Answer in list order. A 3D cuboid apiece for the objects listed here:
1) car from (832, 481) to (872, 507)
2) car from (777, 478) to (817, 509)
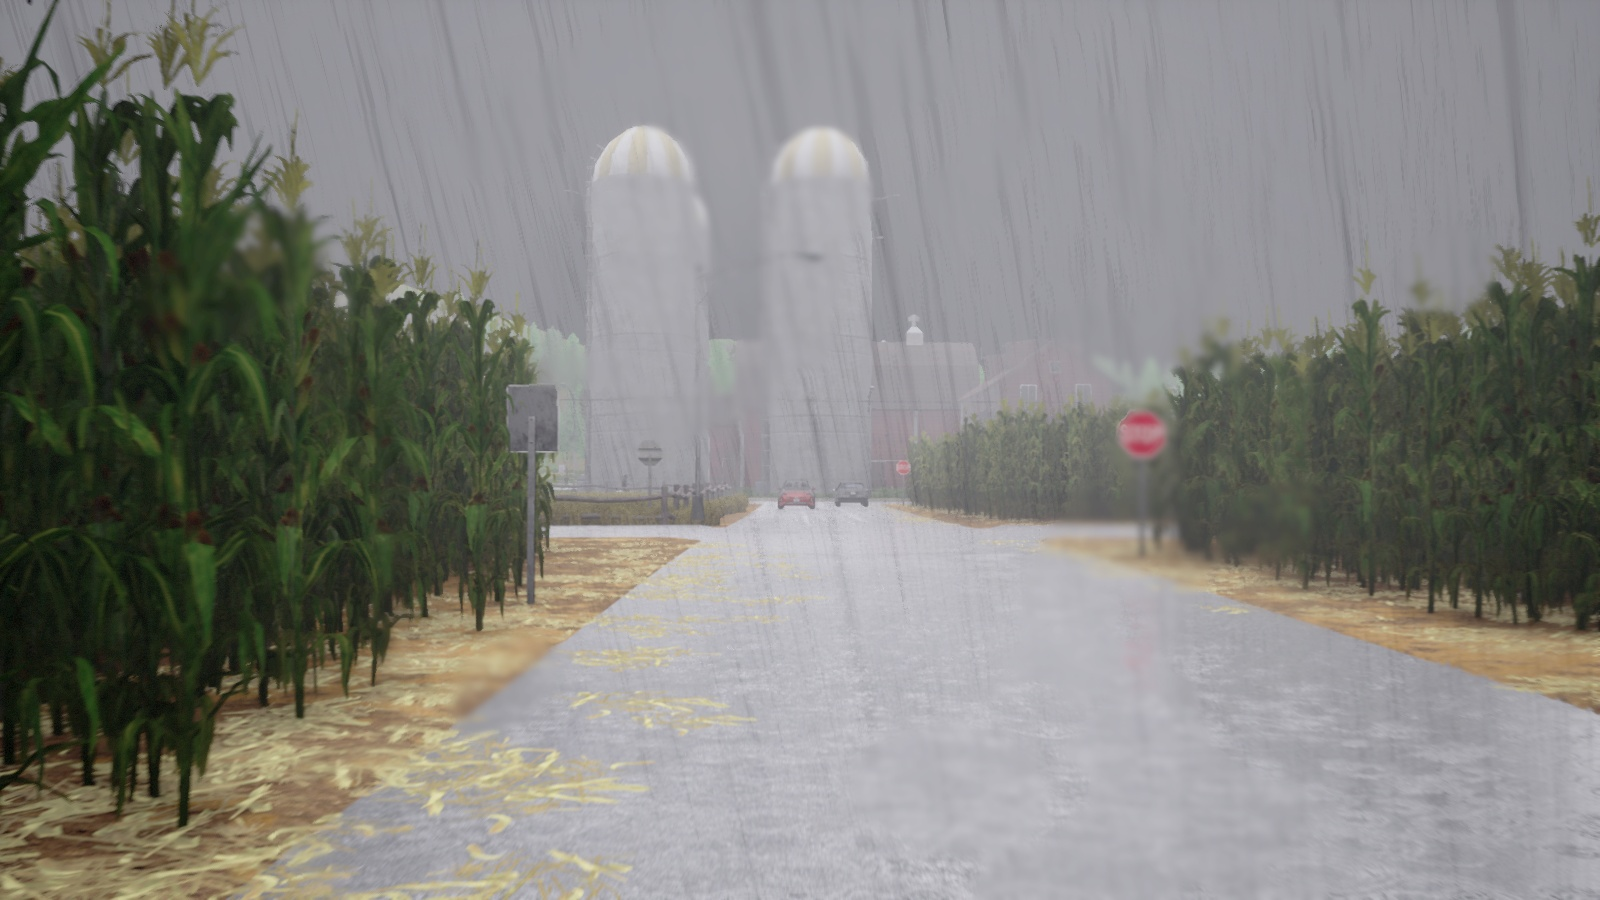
[{"bbox_3d":[2.927,2.479,71.894,2.033,1.411,5.357,0,-1,0],"label":"car"},{"bbox_3d":[-0.165,2.240,65.173,2.007,1.525,4.514,0,-1,0],"label":"car"}]
